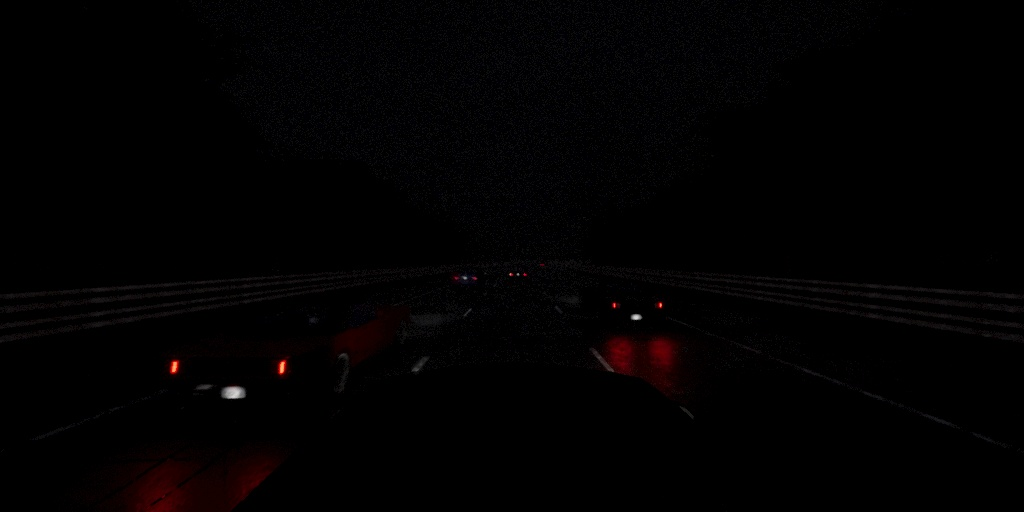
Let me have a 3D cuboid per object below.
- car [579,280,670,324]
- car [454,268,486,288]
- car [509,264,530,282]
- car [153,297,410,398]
[{"bbox_3d":[3.576,1.466,12.432,1.895,1.301,4.718,0,-1,1],"label":"car"},{"bbox_3d":[-3.063,1.587,26.738,2.033,1.411,5.357,0,-1,2],"label":"car"},{"bbox_3d":[0.644,1.683,33.646,2.033,1.411,5.357,0,-1,2],"label":"car"},{"bbox_3d":[-3.383,1.400,6.602,1.895,1.301,4.718,0,-1,0],"label":"car"}]
